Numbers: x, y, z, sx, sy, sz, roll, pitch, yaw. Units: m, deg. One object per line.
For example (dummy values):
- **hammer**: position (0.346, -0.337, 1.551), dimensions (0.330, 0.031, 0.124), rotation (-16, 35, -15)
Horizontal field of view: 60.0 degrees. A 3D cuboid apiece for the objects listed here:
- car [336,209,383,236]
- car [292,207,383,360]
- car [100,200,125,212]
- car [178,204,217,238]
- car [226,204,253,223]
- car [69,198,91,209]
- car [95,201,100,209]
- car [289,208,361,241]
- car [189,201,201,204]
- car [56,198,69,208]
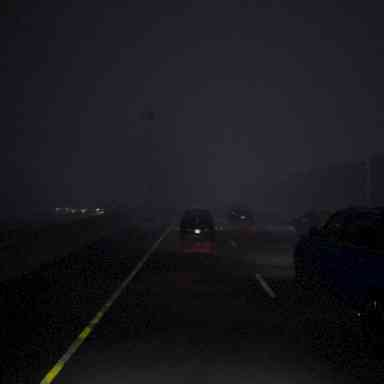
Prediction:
- **car**: position (10.827, 1.782, 20.472), dimensions (1.895, 1.301, 4.718), rotation (0, 0, 1)
- **car**: position (3.629, 1.279, 6.137), dimensions (2.150, 2.045, 5.566), rotation (0, 0, 1)
- **car**: position (-10.162, 1.835, 43.745), dimensions (1.837, 1.490, 4.892), rotation (1, 0, 2)
- **car**: position (0.300, 1.655, 18.537), dimensions (1.837, 1.490, 4.892), rotation (0, 0, 1)
- **car**: position (3.904, 1.753, 27.710), dimensions (1.812, 1.442, 4.674), rotation (0, 0, 0)
- **car**: position (-17.629, 1.874, 53.368), dimensions (1.882, 1.535, 5.008), rotation (0, 0, -2)
- **car**: position (-14.122, 1.952, 53.731), dimensions (2.033, 1.411, 5.357), rotation (0, 0, -2)
- **car**: position (7.305, 1.711, 18.991), dimensions (2.033, 1.411, 5.357), rotation (0, 0, 1)
- **car**: position (0.354, 1.846, 40.171), dimensions (1.812, 1.442, 4.674), rotation (0, 0, -1)
- **car**: position (-21.292, 1.764, 56.138), dimensions (2.097, 1.767, 4.553), rotation (0, 0, -3)
